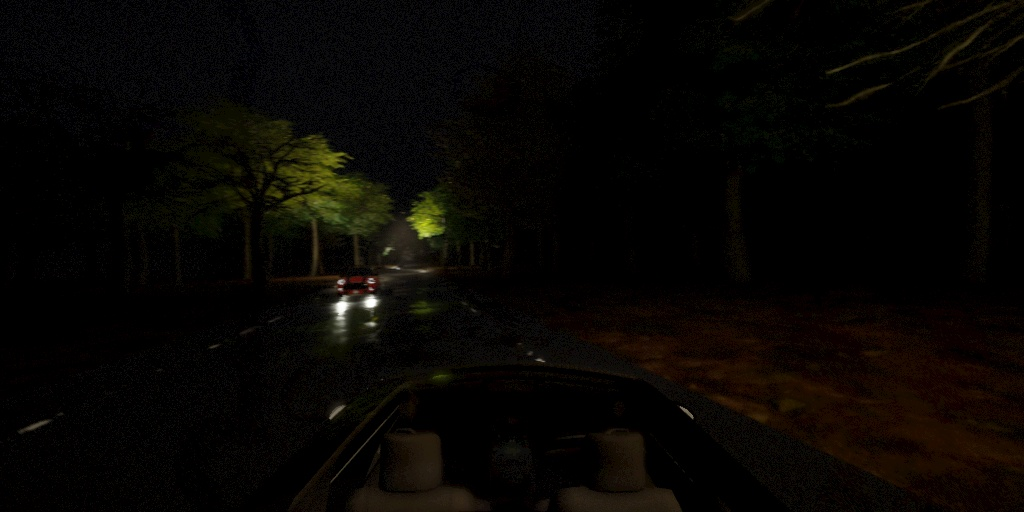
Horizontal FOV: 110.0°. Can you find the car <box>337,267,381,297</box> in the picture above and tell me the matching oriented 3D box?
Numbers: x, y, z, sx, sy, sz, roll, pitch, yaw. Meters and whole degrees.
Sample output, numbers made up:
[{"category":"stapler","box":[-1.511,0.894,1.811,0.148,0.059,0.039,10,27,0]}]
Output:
[{"category":"car","box":[-9.414,1.483,22.305,2.097,1.767,4.553,-2,-1,-16]}]
